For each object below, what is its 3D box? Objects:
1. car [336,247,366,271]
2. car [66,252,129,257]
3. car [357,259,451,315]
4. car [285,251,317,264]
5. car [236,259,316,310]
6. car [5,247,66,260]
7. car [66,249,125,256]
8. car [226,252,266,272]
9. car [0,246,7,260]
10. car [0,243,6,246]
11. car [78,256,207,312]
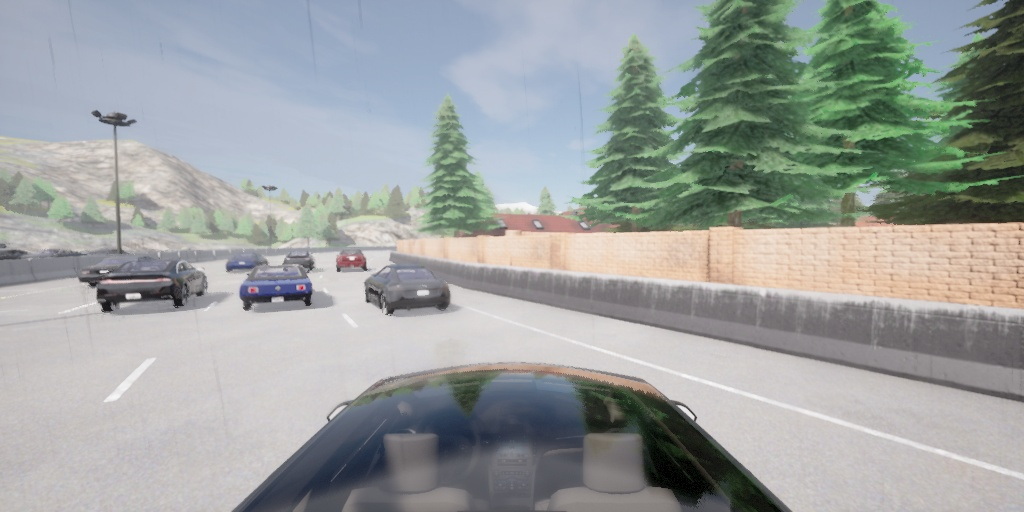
[{"bbox_3d":[-12.733,0.170,28.384,2.097,1.767,4.553,-1,2,-25],"label":"car"},{"bbox_3d":[-19.529,0.690,18.401,2.033,1.411,5.357,-1,2,-27],"label":"car"},{"bbox_3d":[-3.612,0.960,11.931,1.994,1.385,4.181,-1,2,-32],"label":"car"},{"bbox_3d":[-16.170,0.336,27.461,2.128,1.511,4.902,-1,2,-25],"label":"car"},{"bbox_3d":[-8.237,0.960,12.725,1.895,1.301,4.718,-1,2,-32],"label":"car"},{"bbox_3d":[-40.921,0.129,31.897,2.128,1.511,4.902,-1,2,-20],"label":"car"},{"bbox_3d":[-37.623,0.111,33.053,1.837,1.490,4.892,-1,2,-20],"label":"car"},{"bbox_3d":[-19.810,0.415,26.993,1.994,1.385,4.181,-1,2,-25],"label":"car"},{"bbox_3d":[-44.294,0.166,30.941,1.837,1.490,4.892,-1,3,-20],"label":"car"},{"bbox_3d":[-48.387,-0.159,31.990,2.150,2.045,5.566,-1,2,-19],"label":"car"},{"bbox_3d":[-12.057,0.857,12.310,2.128,1.511,4.902,-1,2,-31],"label":"car"}]
